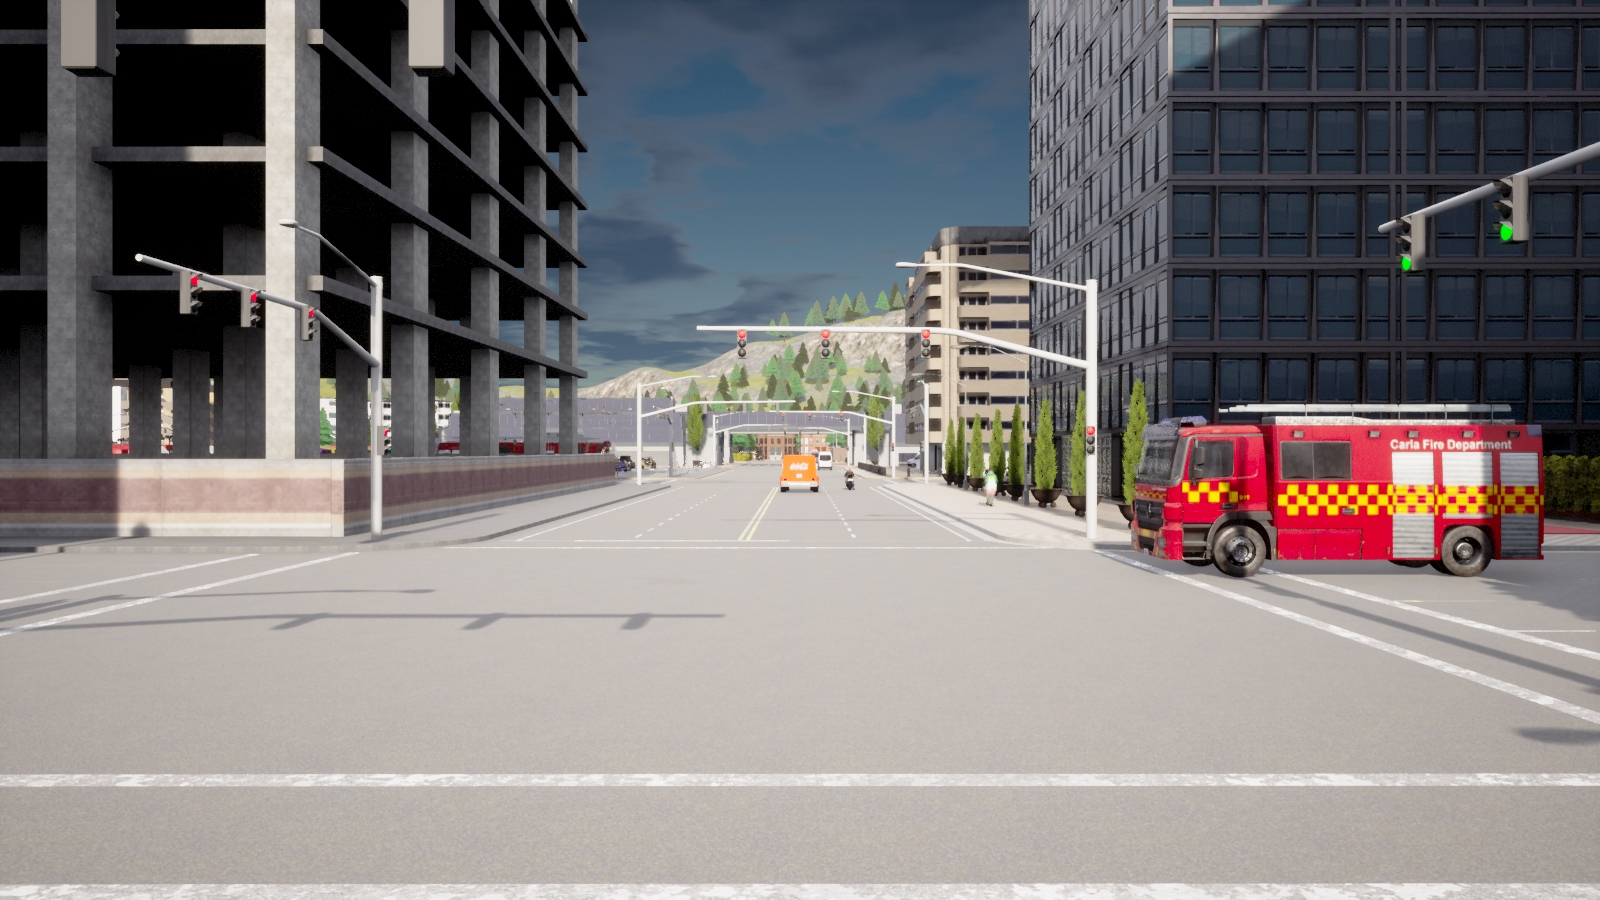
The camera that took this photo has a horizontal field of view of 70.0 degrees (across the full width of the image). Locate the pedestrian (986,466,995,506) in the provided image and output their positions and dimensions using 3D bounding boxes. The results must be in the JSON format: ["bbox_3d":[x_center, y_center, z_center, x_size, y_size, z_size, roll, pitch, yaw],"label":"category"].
[{"bbox_3d":[8.916,1.693,53.530,0.375,1.860,0.375,0,0,-1],"label":"pedestrian"}]

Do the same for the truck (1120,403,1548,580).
[{"bbox_3d":[11.970,0.889,26.163,8.468,3.827,2.891,0,0,-1],"label":"truck"}]

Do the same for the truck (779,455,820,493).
[{"bbox_3d":[-0.023,1.564,76.782,2.627,2.467,5.204,0,0,0],"label":"truck"}]
